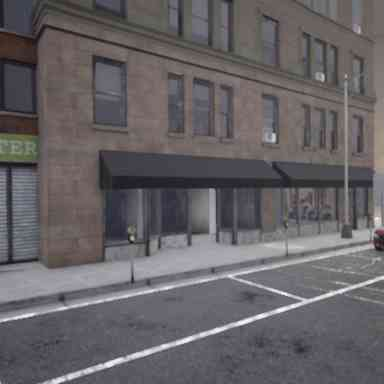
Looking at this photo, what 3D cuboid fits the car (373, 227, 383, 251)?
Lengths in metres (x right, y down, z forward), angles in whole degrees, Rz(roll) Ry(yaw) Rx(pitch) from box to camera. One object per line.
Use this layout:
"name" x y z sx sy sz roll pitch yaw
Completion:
"car" 8.729 1.541 12.834 4.507 1.381 1.887 0 -1 -36
